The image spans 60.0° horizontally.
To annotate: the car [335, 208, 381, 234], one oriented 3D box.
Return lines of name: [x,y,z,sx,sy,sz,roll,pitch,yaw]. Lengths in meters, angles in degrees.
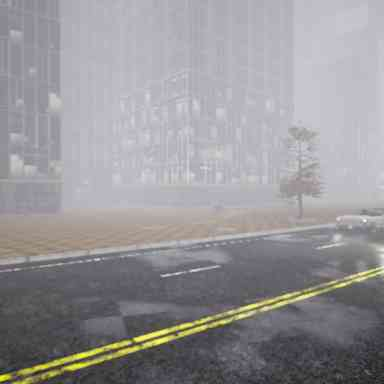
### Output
car: [10.469,1.618,19.697,4.718,1.301,1.895,0,0,-38]

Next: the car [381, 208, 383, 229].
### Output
car: [11.575,1.482,16.447,5.008,1.535,1.882,0,0,-38]
